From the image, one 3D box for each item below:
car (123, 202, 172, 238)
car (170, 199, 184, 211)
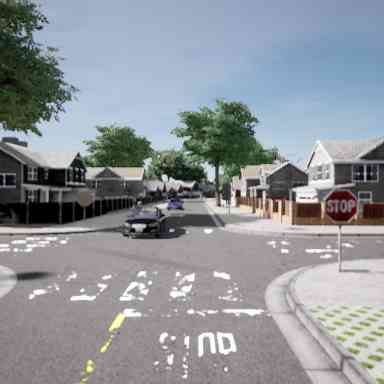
[{"bbox_3d":[-2.485,1.557,18.283,2.128,1.511,4.902,0,0,1],"label":"car"},{"bbox_3d":[-2.122,1.674,43.157,1.812,1.442,4.674,0,0,1],"label":"car"}]
